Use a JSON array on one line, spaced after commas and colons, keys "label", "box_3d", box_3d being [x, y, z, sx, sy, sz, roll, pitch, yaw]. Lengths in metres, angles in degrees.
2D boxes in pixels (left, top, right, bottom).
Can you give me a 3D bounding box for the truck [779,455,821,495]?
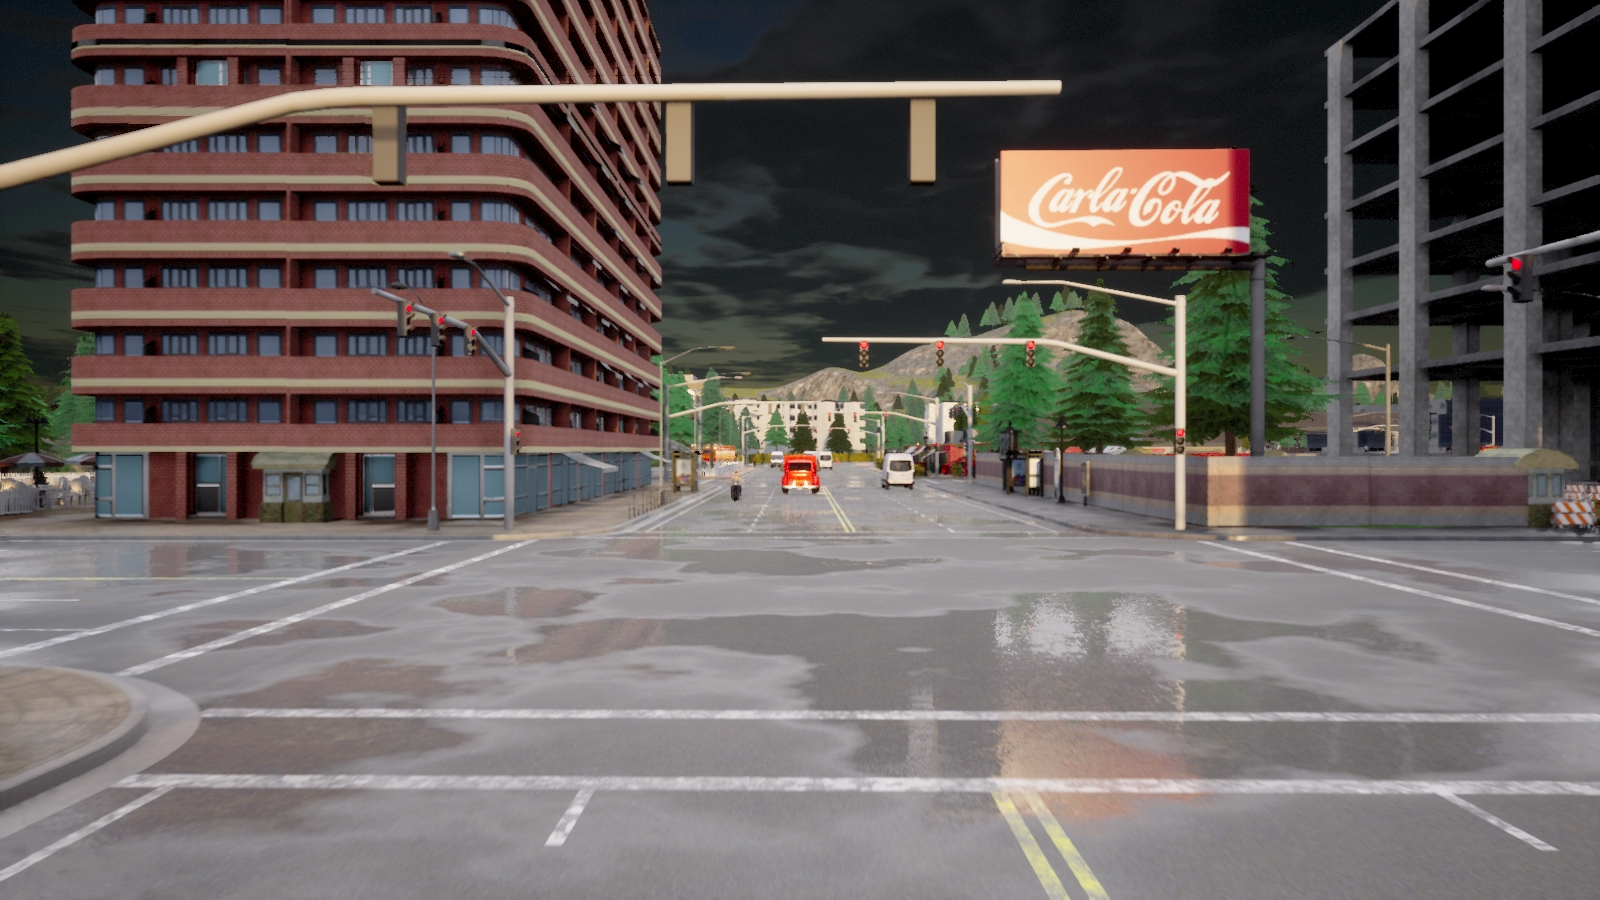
[{"label": "truck", "box_3d": [0.031, 1.562, 73.984, 2.627, 2.467, 5.204, 0, 0, 1]}]
